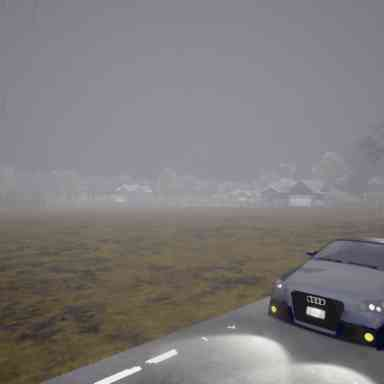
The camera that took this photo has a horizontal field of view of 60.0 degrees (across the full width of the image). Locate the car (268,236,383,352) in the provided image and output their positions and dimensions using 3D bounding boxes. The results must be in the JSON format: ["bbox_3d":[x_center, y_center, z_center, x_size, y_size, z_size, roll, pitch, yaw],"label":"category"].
[{"bbox_3d":[3.242,1.574,6.203,4.181,1.385,1.994,0,0,-43],"label":"car"}]
